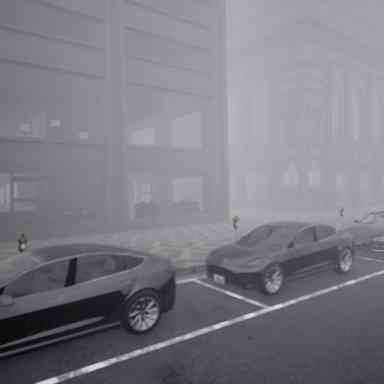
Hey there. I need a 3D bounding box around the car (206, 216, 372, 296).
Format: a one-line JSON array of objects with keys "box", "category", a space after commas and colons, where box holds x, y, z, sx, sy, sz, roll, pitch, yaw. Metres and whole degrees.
[{"box": [2.347, 1.432, 8.315, 4.313, 1.339, 1.947, -1, 1, -35], "category": "car"}]

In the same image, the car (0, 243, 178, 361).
[{"box": [-2.245, 1.546, 5.049, 4.313, 1.339, 1.947, -1, 1, -35], "category": "car"}]

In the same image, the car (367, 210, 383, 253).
[{"box": [6.939, 1.305, 11.581, 4.403, 1.369, 2.008, -1, 1, -35], "category": "car"}]
